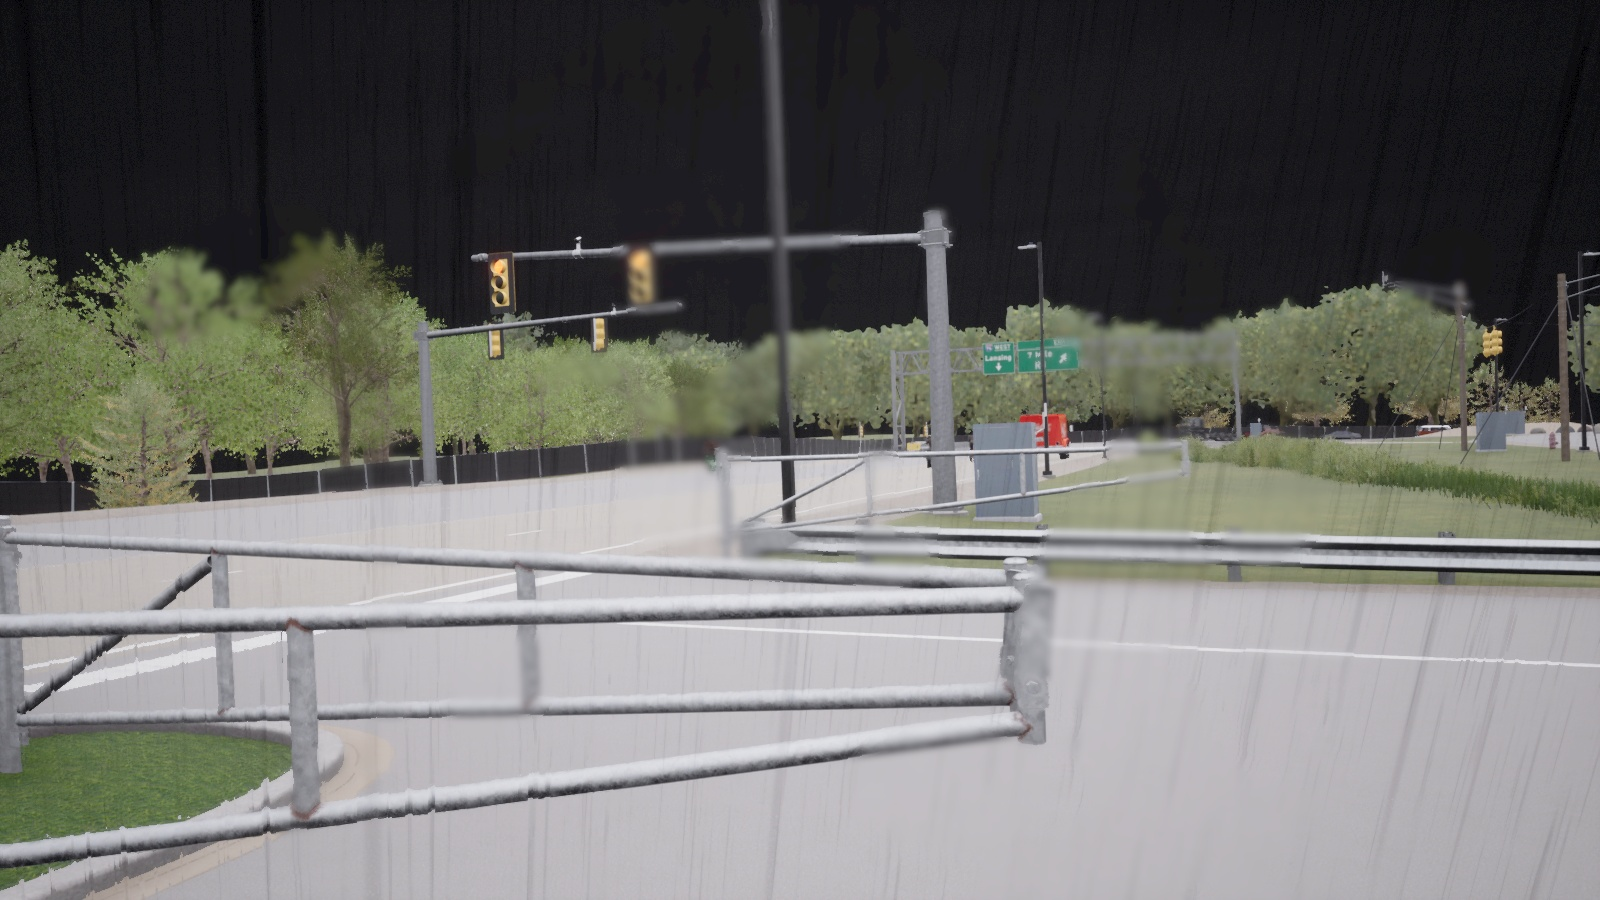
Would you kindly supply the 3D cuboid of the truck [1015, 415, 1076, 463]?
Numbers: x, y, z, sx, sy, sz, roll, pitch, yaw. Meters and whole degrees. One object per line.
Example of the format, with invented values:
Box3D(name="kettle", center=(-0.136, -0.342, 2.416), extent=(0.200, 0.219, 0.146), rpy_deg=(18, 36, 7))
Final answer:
Box3D(name="truck", center=(13.650, -0.619, 69.561), extent=(2.627, 2.467, 5.204), rpy_deg=(-1, 0, 18))
